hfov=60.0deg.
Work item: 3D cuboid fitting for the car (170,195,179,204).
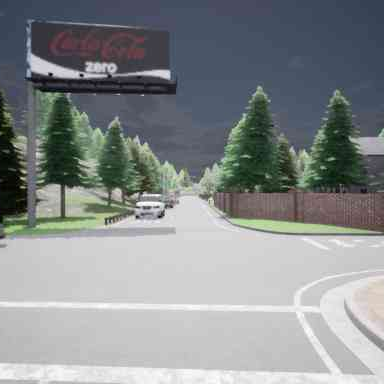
[{"bbox_3d":[-3.478,1.350,62.741,2.097,1.767,4.553,0,0,0],"label":"car"}]

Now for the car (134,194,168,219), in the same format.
[{"bbox_3d":[-3.592,1.221,29.060,2.150,2.045,5.566,0,0,0],"label":"car"}]

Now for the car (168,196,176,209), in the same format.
[{"bbox_3d":[-3.567,1.563,45.090,1.994,1.385,4.181,0,0,0],"label":"car"}]

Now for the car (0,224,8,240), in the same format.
[{"bbox_3d":[-11.065,1.725,15.023,5.357,1.411,2.033,0,0,16],"label":"car"}]
